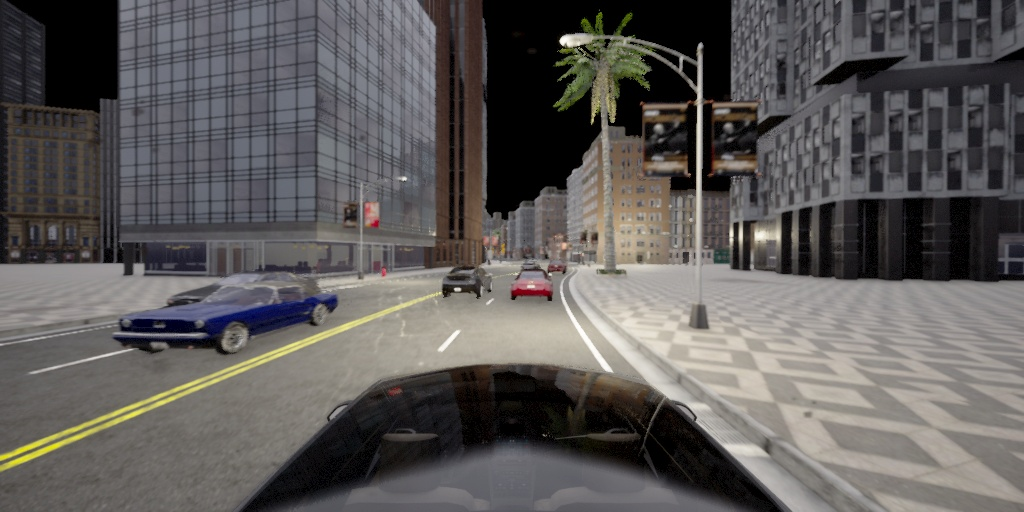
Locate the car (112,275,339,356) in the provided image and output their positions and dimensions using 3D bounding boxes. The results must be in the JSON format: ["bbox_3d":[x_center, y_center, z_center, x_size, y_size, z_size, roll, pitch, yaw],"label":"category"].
[{"bbox_3d":[-6.334,1.330,8.763,1.895,1.301,4.718,0,0,3],"label":"car"}]

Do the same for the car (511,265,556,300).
[{"bbox_3d":[1.068,1.327,17.943,1.994,1.385,4.181,0,0,6],"label":"car"}]

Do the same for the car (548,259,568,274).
[{"bbox_3d":[5.449,1.148,42.571,2.097,1.767,4.553,0,0,12],"label":"car"}]

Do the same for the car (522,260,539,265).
[{"bbox_3d":[2.283,1.271,43.323,2.128,1.511,4.902,0,0,12],"label":"car"}]

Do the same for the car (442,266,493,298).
[{"bbox_3d":[-2.165,1.253,18.358,1.837,1.490,4.892,0,0,6],"label":"car"}]

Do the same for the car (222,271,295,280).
[{"bbox_3d":[-9.326,1.265,13.173,2.033,1.411,5.357,0,0,4],"label":"car"}]
